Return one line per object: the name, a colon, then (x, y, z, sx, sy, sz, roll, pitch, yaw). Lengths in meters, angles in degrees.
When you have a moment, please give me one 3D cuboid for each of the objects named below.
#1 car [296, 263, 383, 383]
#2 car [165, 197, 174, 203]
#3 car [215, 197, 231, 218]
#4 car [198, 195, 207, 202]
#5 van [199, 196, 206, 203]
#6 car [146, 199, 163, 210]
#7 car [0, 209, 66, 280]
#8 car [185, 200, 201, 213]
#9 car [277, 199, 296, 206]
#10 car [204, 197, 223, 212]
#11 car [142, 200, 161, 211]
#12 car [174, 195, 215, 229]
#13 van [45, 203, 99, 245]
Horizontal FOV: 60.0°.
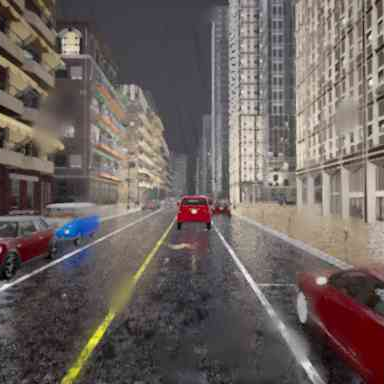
car: (2.678, 1.566, 4.146, 1.887, 1.381, 4.507, 1, 0, 0)
car: (-5.546, 1.934, 82.249, 1.967, 1.590, 4.097, 1, 0, 0)
car: (2.724, 1.612, 32.637, 1.967, 1.590, 4.097, 1, 0, 0)
car: (2.853, 1.893, 93.280, 2.192, 1.841, 5.009, 1, 0, 0)
van: (2.844, 1.876, 87.759, 1.690, 1.788, 3.998, 1, 0, 0)
car: (-5.598, 1.841, 49.857, 1.947, 1.339, 4.313, 1, 0, 0)
car: (-5.658, 1.491, 9.977, 1.967, 1.590, 4.097, 1, 0, 0)
car: (0.164, 1.723, 40.901, 1.837, 1.490, 4.892, 0, -1, 0)
car: (18.020, 1.940, 61.374, 4.403, 1.369, 2.008, 0, -2, 0)
car: (2.744, 1.554, 44.036, 2.192, 1.841, 5.009, 1, 0, 0)
car: (-5.607, 1.821, 44.161, 1.802, 1.307, 4.206, 1, 0, 0)
car: (0.136, 1.333, 22.688, 2.150, 2.045, 5.566, 0, -1, 0)
van: (-5.647, 1.421, 15.676, 1.690, 1.788, 3.998, 1, 0, 0)
